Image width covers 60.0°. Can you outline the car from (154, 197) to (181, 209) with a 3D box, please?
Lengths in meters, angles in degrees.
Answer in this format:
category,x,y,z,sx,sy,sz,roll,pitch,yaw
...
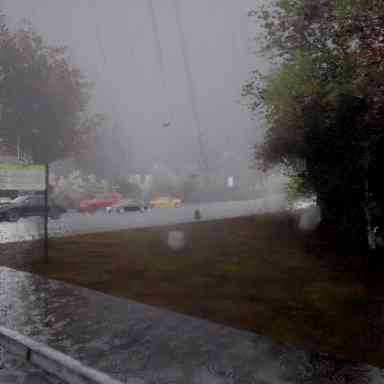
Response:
category,x,y,z,sx,sy,sz,roll,pitch,yaw
car,-3.558,1.419,43.911,1.882,1.535,5.008,0,0,38

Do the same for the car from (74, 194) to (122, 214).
category,x,y,z,sx,sy,sz,roll,pitch,yaw
car,-9.850,1.195,35.862,2.150,2.045,5.566,0,0,38

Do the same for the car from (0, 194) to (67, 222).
category,x,y,z,sx,sy,sz,roll,pitch,yaw
car,-12.840,1.206,26.503,2.150,2.045,5.566,0,0,39

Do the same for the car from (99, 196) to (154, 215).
category,x,y,z,sx,sy,sz,roll,pitch,yaw
car,-6.663,1.466,34.255,2.128,1.511,4.902,0,0,38
